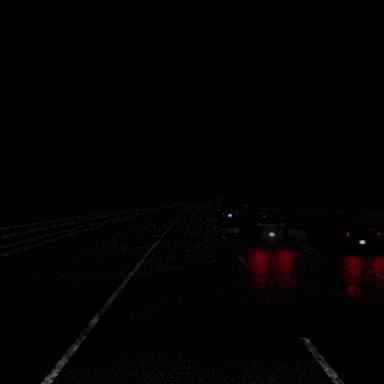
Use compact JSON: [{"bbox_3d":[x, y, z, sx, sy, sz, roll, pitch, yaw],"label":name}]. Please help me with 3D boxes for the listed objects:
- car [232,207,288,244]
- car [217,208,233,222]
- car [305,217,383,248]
[{"bbox_3d":[3.621,1.767,17.467,2.128,1.511,4.902,0,-1,0],"label":"car"},{"bbox_3d":[3.641,2.274,33.836,1.994,1.385,4.181,0,-2,0],"label":"car"},{"bbox_3d":[7.119,1.844,16.102,1.895,1.301,4.718,0,-1,0],"label":"car"}]
